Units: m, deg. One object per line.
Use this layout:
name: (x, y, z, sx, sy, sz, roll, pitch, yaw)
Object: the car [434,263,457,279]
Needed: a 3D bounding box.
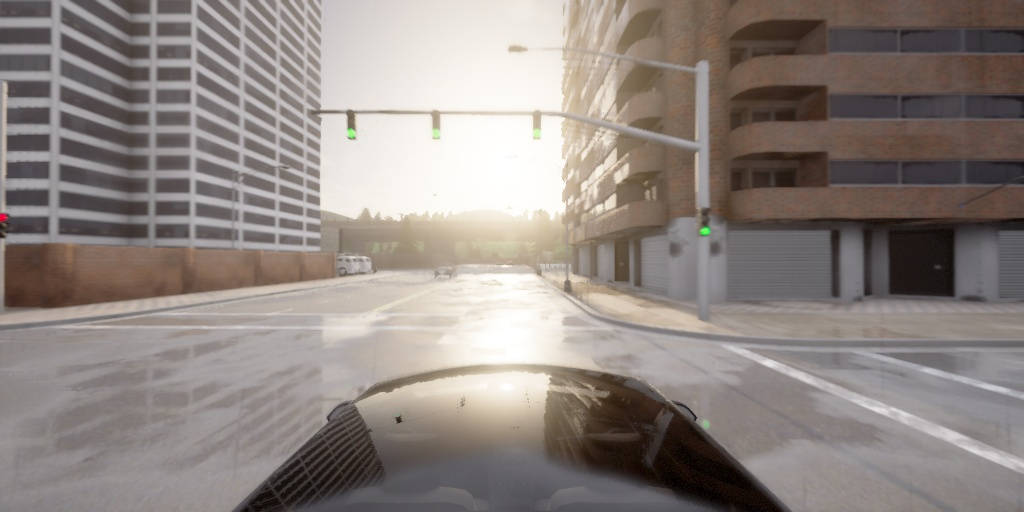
car: (-6.995, 1.488, 38.142, 2.128, 1.511, 4.902, 0, -1, 0)
